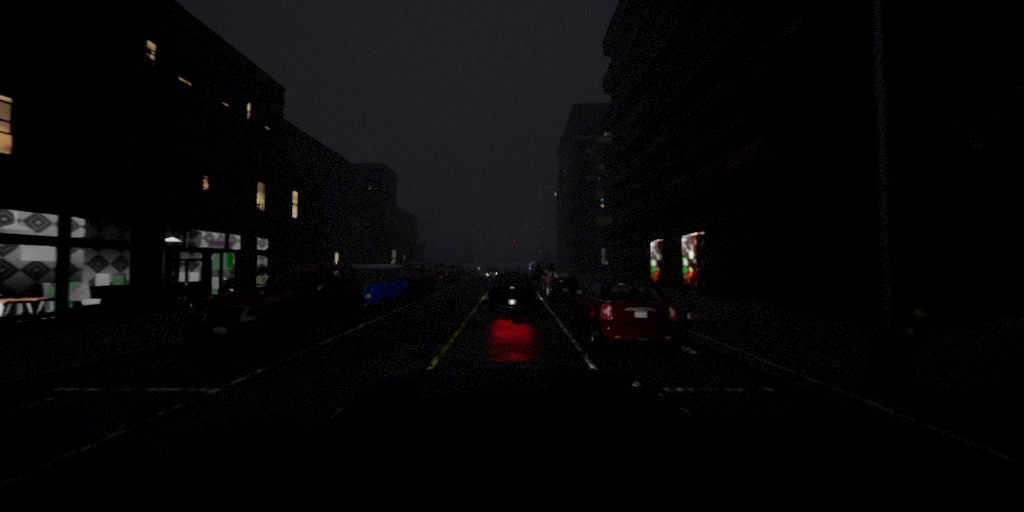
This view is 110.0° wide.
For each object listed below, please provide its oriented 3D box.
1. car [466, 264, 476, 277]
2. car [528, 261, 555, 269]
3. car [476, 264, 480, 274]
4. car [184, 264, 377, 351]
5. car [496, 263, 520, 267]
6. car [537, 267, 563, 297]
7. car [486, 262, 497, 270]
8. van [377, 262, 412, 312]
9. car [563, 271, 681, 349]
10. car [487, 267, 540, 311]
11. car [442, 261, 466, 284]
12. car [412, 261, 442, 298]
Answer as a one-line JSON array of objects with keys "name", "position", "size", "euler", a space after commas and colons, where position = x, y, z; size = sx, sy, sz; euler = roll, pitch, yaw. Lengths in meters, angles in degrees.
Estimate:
[{"name": "car", "position": [-5.677, 1.622, 41.916], "size": [1.967, 1.591, 4.097], "euler": [0, 0, 0]}, {"name": "car", "position": [2.701, 1.381, 31.093], "size": [2.192, 1.841, 5.009], "euler": [0, 0, 0]}, {"name": "car", "position": [-5.675, 1.848, 52.730], "size": [2.007, 1.370, 4.403], "euler": [0, 0, 0]}, {"name": "car", "position": [-5.686, 1.149, 9.475], "size": [2.192, 1.841, 5.009], "euler": [0, 0, 0]}, {"name": "car", "position": [0.029, 1.551, 30.340], "size": [2.128, 1.511, 4.902], "euler": [0, 0, 0]}, {"name": "car", "position": [2.698, 1.501, 20.279], "size": [2.007, 1.370, 4.403], "euler": [0, 0, 0]}, {"name": "car", "position": [-3.009, 1.828, 57.651], "size": [1.882, 1.535, 5.008], "euler": [0, -1, 1]}, {"name": "van", "position": [-5.685, 1.234, 14.882], "size": [1.690, 1.789, 3.998], "euler": [0, 0, 0]}, {"name": "car", "position": [2.695, 1.274, 9.466], "size": [1.967, 1.591, 4.097], "euler": [0, 0, 0]}, {"name": "car", "position": [0.025, 1.405, 15.331], "size": [1.837, 1.490, 4.892], "euler": [0, 0, 0]}, {"name": "car", "position": [-5.680, 1.382, 31.102], "size": [2.192, 1.841, 5.009], "euler": [0, 0, 0]}, {"name": "car", "position": [-5.683, 1.266, 20.288], "size": [2.192, 1.841, 5.009], "euler": [0, 0, 0]}]
